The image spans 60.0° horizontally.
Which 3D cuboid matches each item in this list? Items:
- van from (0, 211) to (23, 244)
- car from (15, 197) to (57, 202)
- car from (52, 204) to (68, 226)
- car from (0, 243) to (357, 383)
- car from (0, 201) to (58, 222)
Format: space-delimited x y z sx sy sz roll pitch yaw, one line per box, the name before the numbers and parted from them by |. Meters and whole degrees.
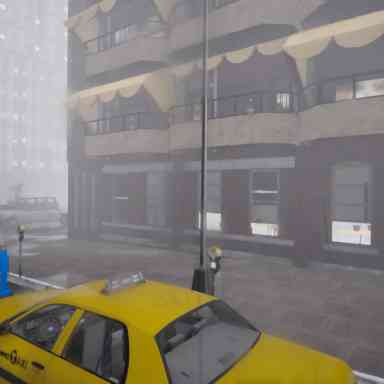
van | -5.317 1.339 6.663 3.998 1.788 1.690 0 1 36
car | -13.735 1.339 28.124 2.192 1.841 5.009 1 0 36
car | -6.951 1.686 23.209 1.887 1.381 4.507 1 0 36
car | -0.897 1.525 3.506 4.829 1.417 1.752 0 1 36
car | -12.528 1.653 25.370 1.895 1.301 4.718 1 0 36
